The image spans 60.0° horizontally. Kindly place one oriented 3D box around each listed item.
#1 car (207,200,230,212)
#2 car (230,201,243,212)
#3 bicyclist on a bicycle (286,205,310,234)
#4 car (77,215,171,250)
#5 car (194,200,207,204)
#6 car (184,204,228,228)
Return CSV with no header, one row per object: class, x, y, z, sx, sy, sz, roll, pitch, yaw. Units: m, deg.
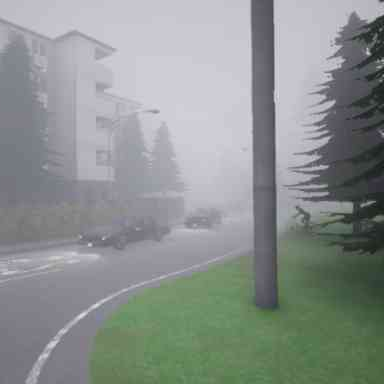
car,2.836,1.924,36.247,1.837,1.490,4.892,-1,-1,3
car,5.688,1.973,46.766,1.837,1.490,4.892,-1,0,-13
bicyclist on a bicycle,6.182,1.575,18.912,1.656,1.620,0.582,-4,0,23
car,-3.102,1.881,16.611,2.033,1.411,5.357,-1,0,29
car,2.071,2.070,56.260,2.128,1.511,4.902,0,-1,-32
car,1.009,1.907,25.862,2.033,1.411,5.357,-1,0,18
